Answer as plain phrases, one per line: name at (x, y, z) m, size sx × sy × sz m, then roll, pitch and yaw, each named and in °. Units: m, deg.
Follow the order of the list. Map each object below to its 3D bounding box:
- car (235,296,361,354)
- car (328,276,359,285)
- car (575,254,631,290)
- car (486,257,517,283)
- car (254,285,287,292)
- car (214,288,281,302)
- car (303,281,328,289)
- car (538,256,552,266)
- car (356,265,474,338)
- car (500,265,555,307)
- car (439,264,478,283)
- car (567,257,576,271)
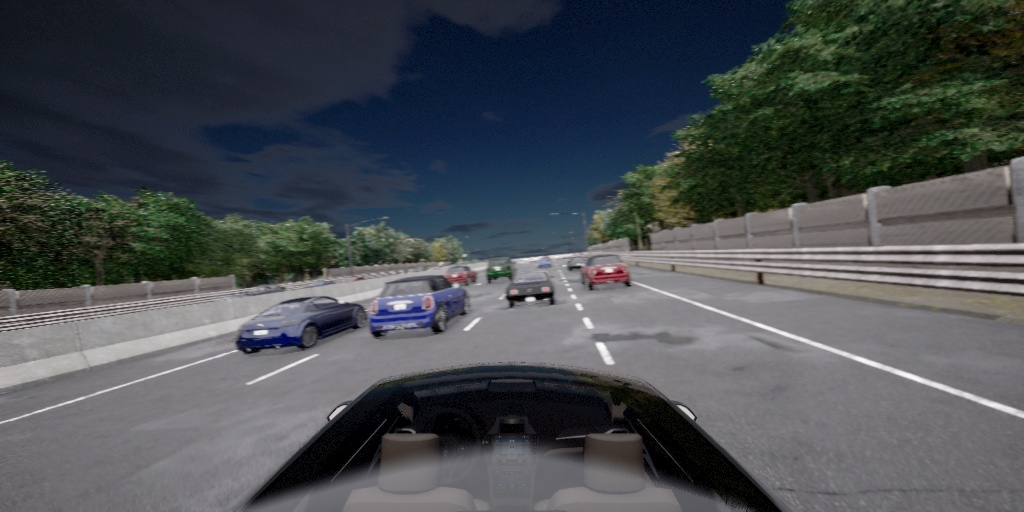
car at (-6.450, 1.990, 11.508) m, size 1.994 × 1.385 × 4.181 m, roll -6°, pitch 0°, yaw 6°
car at (-17.639, 3.069, 39.781) m, size 1.882 × 1.535 × 5.008 m, roll -6°, pitch 0°, yaw 6°
car at (4.870, 0.698, 19.289) m, size 2.097 × 1.767 × 4.553 m, roll -6°, pitch 0°, yaw 6°
car at (-0.856, 1.156, 31.397) m, size 2.150 × 2.045 × 5.566 m, roll -6°, pitch 0°, yaw 6°
car at (-25.033, 3.808, 36.167) m, size 2.128 × 1.511 × 4.902 m, roll -6°, pitch 0°, yaw 6°
car at (-16.156, 2.978, 20.883) m, size 1.994 × 1.385 × 4.181 m, roll -6°, pitch 0°, yaw 6°
car at (-21.130, 3.483, 39.843) m, size 2.033 × 1.411 × 5.357 m, roll -6°, pitch 0°, yaw 6°
car at (4.711, 0.930, 51.416) m, size 2.033 × 1.411 × 5.357 m, roll -6°, pitch 0°, yaw 6°
car at (-2.901, 1.432, 12.129) m, size 2.097 × 1.767 × 4.553 m, roll -6°, pitch 0°, yaw 6°
car at (0.908, 1.325, 15.689) m, size 1.895 × 1.301 × 4.718 m, roll -6°, pitch 0°, yaw 6°
car at (-4.386, 1.633, 31.020) m, size 2.097 × 1.767 × 4.553 m, roll -6°, pitch 0°, yaw 6°
car at (6.836, 0.748, 37.515) m, size 1.994 × 1.385 × 4.181 m, roll -6°, pitch 0°, yaw 6°
